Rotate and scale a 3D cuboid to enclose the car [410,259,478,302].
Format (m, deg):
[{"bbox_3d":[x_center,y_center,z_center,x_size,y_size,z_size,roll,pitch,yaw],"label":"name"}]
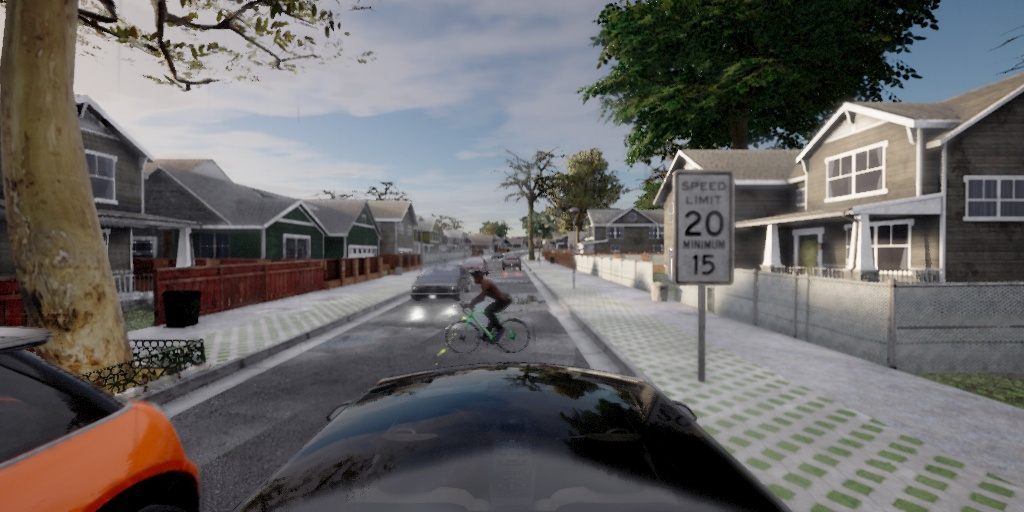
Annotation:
[{"bbox_3d":[-2.895,1.054,15.687,2.033,1.411,5.357,0,1,0],"label":"car"}]

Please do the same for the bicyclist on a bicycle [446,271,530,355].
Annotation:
[{"bbox_3d":[-0.479,1.104,6.936,1.656,1.620,0.582,-1,1,0],"label":"bicyclist on a bicycle"}]

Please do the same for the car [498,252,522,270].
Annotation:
[{"bbox_3d":[-0.033,0.597,36.057,2.128,1.511,4.902,0,1,0],"label":"car"}]

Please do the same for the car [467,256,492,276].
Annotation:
[{"bbox_3d":[-2.922,0.781,28.761,1.812,1.442,4.674,0,1,1],"label":"car"}]
